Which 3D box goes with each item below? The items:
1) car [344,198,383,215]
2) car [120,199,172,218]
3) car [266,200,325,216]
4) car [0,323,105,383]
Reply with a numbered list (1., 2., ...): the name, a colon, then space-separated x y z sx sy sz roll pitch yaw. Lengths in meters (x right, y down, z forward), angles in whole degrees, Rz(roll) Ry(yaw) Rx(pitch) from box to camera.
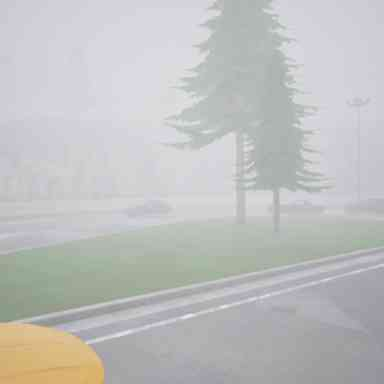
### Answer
1. car: 15.131 1.189 27.681 1.812 1.442 4.674 -1 0 -39
2. car: -3.888 1.375 28.477 4.674 1.442 1.812 -1 0 -40
3. car: 8.700 1.326 28.176 4.718 1.301 1.895 0 0 23
4. car: -2.889 1.497 1.563 5.008 1.535 1.882 -1 0 -37
